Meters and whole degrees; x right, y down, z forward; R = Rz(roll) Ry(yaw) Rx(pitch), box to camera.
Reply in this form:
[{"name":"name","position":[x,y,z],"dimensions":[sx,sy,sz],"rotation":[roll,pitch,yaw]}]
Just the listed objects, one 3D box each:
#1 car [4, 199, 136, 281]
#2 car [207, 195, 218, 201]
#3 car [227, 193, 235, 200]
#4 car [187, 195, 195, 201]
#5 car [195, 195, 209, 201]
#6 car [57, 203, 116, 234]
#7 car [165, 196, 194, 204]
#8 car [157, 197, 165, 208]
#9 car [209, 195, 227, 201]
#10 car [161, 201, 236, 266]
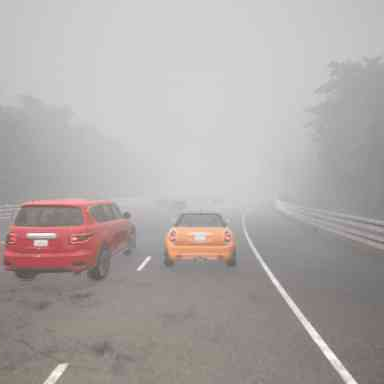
[{"name":"car","position":[-3.238,1.221,10.049],"dimensions":[2.150,2.045,5.566],"rotation":[0,0,2]},{"name":"car","position":[5.165,1.437,83.119],"dimensions":[1.994,1.385,4.181],"rotation":[0,0,11]},{"name":"car","position":[9.597,1.466,87.281],"dimensions":[1.895,1.301,4.718],"rotation":[0,0,12]},{"name":"car","position":[-0.186,1.413,73.560],"dimensions":[1.837,1.490,4.892],"rotation":[0,0,10]},{"name":"car","position":[2.352,1.437,67.099],"dimensions":[1.837,1.490,4.892],"rotation":[0,0,9]},{"name":"car","position":[-6.241,1.504,20.332],"dimensions":[1.837,1.490,4.892],"rotation":[0,0,3]},{"name":"car","position":[-1.377,1.491,38.133],"dimensions":[2.128,1.511,4.902],"rotation":[0,0,6]},{"name":"car","position":[-3.829,1.478,48.221],"dimensions":[1.837,1.490,4.892],"rotation":[0,0,7]},{"name":"car","position":[4.742,1.307,60.098],"dimensions":[2.097,1.767,4.553],"rotation":[0,0,8]},{"name":"car","position":[0.308,1.353,11.674],"dimensions":[2.097,1.767,4.553],"rotation":[0,0,2]}]
